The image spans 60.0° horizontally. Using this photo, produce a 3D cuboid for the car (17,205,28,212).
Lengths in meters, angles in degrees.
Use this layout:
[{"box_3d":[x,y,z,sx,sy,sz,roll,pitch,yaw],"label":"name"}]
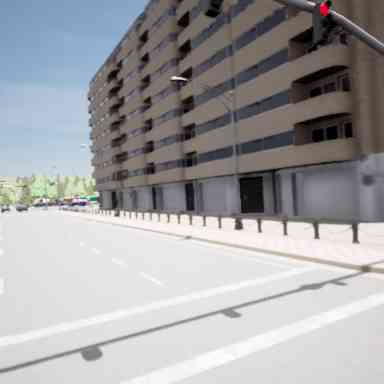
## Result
[{"box_3d":[-41.170,4.106,81.244,2.033,1.411,5.357,-3,0,-30],"label":"car"}]
